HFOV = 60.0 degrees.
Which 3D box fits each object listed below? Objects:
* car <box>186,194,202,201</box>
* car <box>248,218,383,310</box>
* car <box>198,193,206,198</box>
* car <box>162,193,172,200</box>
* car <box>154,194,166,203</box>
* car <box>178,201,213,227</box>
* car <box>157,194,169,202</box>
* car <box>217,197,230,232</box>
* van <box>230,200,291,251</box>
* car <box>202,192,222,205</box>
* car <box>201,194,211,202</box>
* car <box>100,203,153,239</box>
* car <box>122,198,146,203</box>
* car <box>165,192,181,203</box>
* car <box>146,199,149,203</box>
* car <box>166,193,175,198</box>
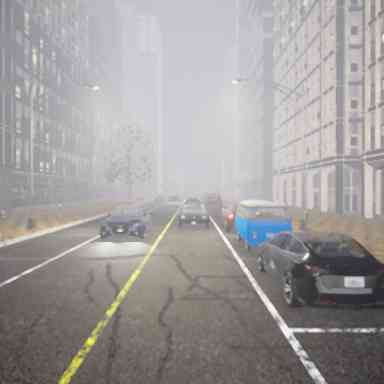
[{"bbox_3d":[0.113,1.264,42.186,1.994,1.385,4.181,0,0,0],"label":"car"},{"bbox_3d":[2.695,1.515,7.598,1.947,1.339,4.313,0,0,0],"label":"car"},{"bbox_3d":[2.724,0.863,92.979,1.947,1.339,4.313,0,0,0],"label":"car"},{"bbox_3d":[-5.662,1.018,75.917,1.802,1.307,4.206,0,0,0],"label":"car"},{"bbox_3d":[-5.668,1.123,58.842,2.008,1.369,4.403,0,0,0],"label":"car"},{"bbox_3d":[0.107,1.456,21.127,1.895,1.301,4.718,0,0,0],"label":"car"},{"bbox_3d":[-5.666,1.094,64.535,1.947,1.339,4.313,0,0,0],"label":"car"},{"bbox_3d":[2.699,1.310,18.982,1.967,1.590,4.097,0,0,0],"label":"car"},{"bbox_3d":[2.697,1.251,13.291,1.690,1.788,3.998,0,0,0],"label":"van"},{"bbox_3d":[2.708,1.019,41.749,2.192,1.841,5.009,0,0,0],"label":"car"},{"bbox_3d":[2.715,1.053,64.688,1.752,1.417,4.829,0,0,0],"label":"car"},{"bbox_3d":[-3.096,1.452,16.313,1.994,1.385,4.181,0,0,0],"label":"car"},{"bbox_3d":[-5.678,1.314,30.210,1.752,1.417,4.829,0,0,0],"label":"car"},{"bbox_3d":[-3.035,1.142,58.125,1.994,1.385,4.181,0,0,0],"label":"car"},{"bbox_3d":[-5.676,1.296,36.073,2.008,1.369,4.403,0,0,0],"label":"car"},{"bbox_3d":[-5.659,0.894,87.302,2.008,1.369,4.403,0,0,0],"label":"car"}]
